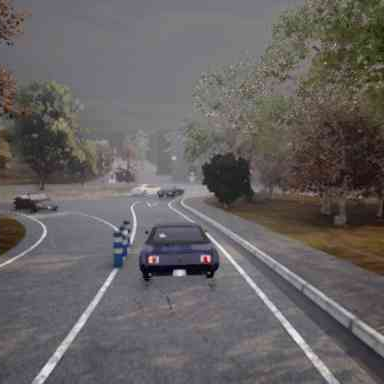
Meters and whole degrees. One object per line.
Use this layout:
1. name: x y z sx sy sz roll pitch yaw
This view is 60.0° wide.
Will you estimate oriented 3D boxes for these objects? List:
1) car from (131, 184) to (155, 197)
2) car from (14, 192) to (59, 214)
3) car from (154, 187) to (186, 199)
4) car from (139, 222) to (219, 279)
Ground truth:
1. car: -5.444 -0.231 41.101 1.812 1.442 4.674 4 6 41
2. car: -12.359 0.789 26.227 4.674 1.442 1.812 3 5 40
3. car: -2.220 0.016 38.605 1.895 1.301 4.718 1 4 18
4. car: -0.461 1.537 9.894 1.895 1.301 4.718 0 1 -5
